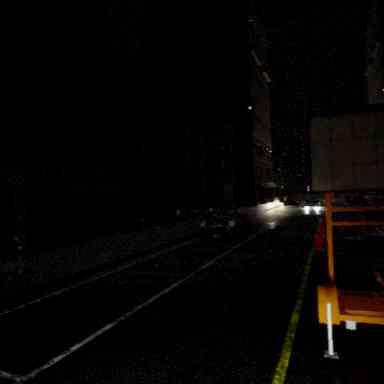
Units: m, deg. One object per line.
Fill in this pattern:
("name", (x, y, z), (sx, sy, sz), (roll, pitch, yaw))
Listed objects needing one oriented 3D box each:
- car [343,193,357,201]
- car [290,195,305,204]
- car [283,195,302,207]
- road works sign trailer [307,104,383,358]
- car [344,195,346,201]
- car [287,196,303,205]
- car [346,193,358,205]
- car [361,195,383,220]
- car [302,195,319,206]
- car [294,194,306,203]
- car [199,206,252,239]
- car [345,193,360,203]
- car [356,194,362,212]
("car", (28.429, 0.889, 59.920), (1.887, 1.381, 4.507), (-3, -1, 22))
("car", (18.463, 1.270, 58.044), (2.008, 1.369, 4.403), (-3, -1, 22))
("car", (14.297, 1.241, 47.851), (1.967, 1.590, 4.097), (-3, -1, 22))
("road works sign trailer", (3.213, 0.376, 5.455), (2.380, 3.560, 2.880), (-2, 0, 20))
("car", (24.269, 0.970, 49.726), (1.887, 1.381, 4.507), (-3, -1, 22))
("car", (16.384, 1.326, 52.947), (1.947, 1.339, 4.313), (-3, -1, 22))
("car", (22.190, 1.032, 44.629), (1.947, 1.339, 4.313), (-3, -1, 22))
("car", (13.863, 1.074, 24.243), (1.967, 1.590, 4.097), (-3, -1, 22))
("car", (17.274, 1.284, 47.798), (1.895, 1.301, 4.718), (-2, -1, 22))
("car", (20.543, 1.224, 63.141), (1.887, 1.381, 4.507), (-3, -1, 22))
("car", (1.818, 1.495, 17.270), (1.967, 1.590, 4.097), (-3, -1, 22))
("car", (26.349, 0.929, 54.823), (1.887, 1.381, 4.507), (-3, -1, 22))
("car", (15.949, 1.136, 29.339), (1.887, 1.381, 4.507), (-3, -1, 22))
